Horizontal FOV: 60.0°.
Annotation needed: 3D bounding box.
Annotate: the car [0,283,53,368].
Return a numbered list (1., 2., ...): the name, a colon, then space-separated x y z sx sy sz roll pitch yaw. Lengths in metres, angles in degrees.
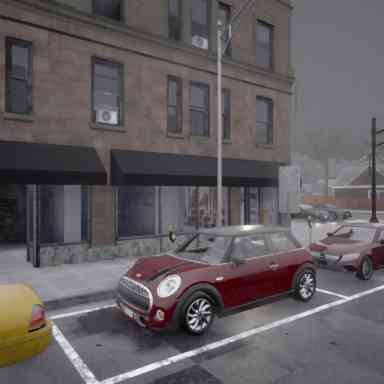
1. car: -4.041 1.525 3.297 4.829 1.417 1.752 0 0 -36

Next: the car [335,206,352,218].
1. car: 11.537 1.660 28.770 1.994 1.385 4.181 0 0 -36

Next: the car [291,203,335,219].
1. car: 8.768 1.624 27.059 1.812 1.442 4.674 0 0 -36

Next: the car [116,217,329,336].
1. car: 0.585 1.440 6.609 4.097 1.590 1.967 0 0 -36

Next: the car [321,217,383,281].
1. car: 5.072 1.582 9.821 4.206 1.307 1.802 0 0 -36
